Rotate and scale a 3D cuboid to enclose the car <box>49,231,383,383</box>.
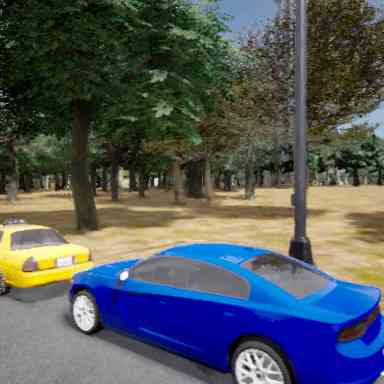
[{"bbox_3d":[0.109,1.527,5.102,5.008,1.535,1.882,0,-1,37],"label":"car"}]

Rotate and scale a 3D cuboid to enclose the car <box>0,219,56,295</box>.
[{"bbox_3d":[-4.820,1.492,8.821,5.366,1.575,1.801,0,0,37],"label":"car"}]
